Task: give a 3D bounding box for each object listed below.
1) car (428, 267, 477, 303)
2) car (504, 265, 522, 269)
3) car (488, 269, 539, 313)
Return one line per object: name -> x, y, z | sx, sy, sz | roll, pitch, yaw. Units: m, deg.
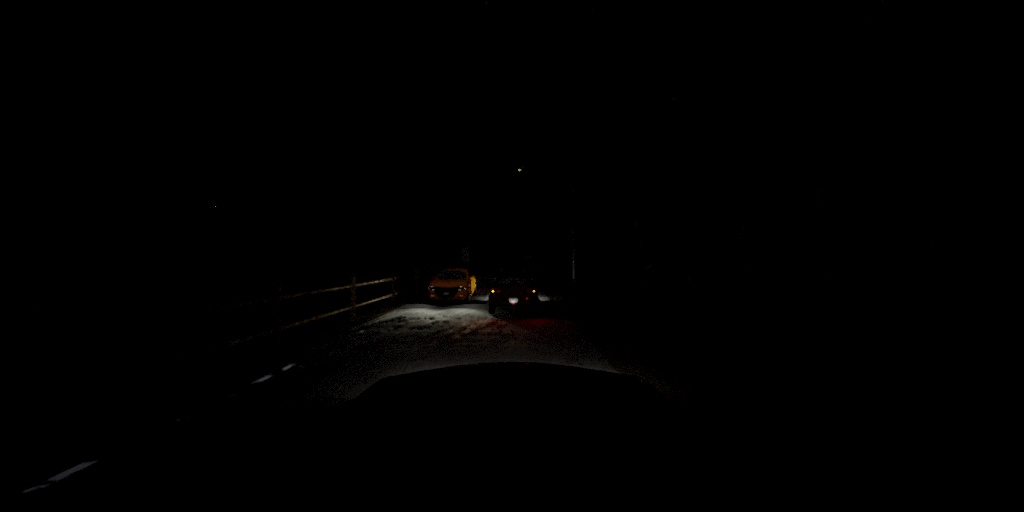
car -> -2.862, 1.358, 17.998 | 1.882, 1.535, 5.008 | 0, 0, 0
car -> 0.073, 1.441, 29.052 | 2.033, 1.411, 5.357 | 0, 0, 0
car -> 0.070, 1.390, 14.492 | 1.812, 1.442, 4.674 | 0, -1, 1
